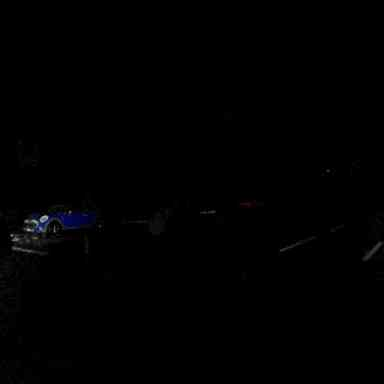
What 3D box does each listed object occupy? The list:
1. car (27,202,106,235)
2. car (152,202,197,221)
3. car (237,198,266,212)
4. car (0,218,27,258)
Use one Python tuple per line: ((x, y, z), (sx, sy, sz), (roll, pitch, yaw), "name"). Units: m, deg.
((-7.285, 1.406, 19.305), (2.097, 1.767, 4.553), (0, 0, 35), "car")
((-1.338, 1.579, 27.816), (1.812, 1.442, 4.674), (0, 0, 35), "car")
((7.184, 1.531, 39.937), (1.882, 1.535, 5.008), (0, 0, 35), "car")
((-7.597, 1.533, 10.114), (2.128, 1.511, 4.902), (-1, 0, 7), "car")
